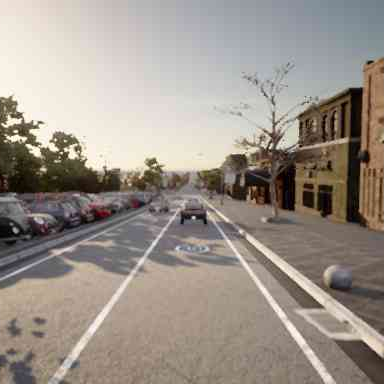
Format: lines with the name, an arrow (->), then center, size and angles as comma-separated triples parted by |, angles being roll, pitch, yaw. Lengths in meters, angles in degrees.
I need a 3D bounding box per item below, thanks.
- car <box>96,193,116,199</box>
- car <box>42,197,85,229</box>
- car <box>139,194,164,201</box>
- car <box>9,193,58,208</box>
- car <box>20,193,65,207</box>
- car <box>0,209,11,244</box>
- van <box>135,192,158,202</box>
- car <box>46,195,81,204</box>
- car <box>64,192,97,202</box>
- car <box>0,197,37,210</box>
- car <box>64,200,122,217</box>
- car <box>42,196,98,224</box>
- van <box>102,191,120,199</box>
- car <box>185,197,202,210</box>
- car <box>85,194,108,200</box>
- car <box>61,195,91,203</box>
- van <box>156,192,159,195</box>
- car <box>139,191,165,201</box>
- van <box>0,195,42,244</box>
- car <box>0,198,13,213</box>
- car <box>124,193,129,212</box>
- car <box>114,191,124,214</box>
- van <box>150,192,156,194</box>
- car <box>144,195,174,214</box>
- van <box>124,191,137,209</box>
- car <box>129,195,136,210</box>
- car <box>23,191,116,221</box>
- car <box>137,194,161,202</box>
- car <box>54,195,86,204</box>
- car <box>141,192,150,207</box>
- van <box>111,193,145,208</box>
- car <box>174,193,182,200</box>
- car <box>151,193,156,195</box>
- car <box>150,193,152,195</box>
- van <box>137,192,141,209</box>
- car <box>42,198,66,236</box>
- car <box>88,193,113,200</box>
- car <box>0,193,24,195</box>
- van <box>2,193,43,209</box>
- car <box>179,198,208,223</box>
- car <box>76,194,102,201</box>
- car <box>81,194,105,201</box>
car -> -22.001, 1.096, 85.235 | 4.792, 1.488, 2.163 | 0, 1, 0
car -> -8.867, 1.310, 18.938 | 4.553, 1.767, 2.185 | 0, 0, 0
car -> -8.755, 1.189, 72.209 | 5.366, 1.575, 1.946 | 0, 1, 0
car -> -22.028, 1.135, 46.369 | 5.566, 2.045, 2.435 | 0, 0, 0
car -> -21.974, 1.124, 49.145 | 5.566, 2.045, 2.435 | 0, 0, 0
car -> -8.887, 1.451, 10.528 | 5.008, 1.535, 2.097 | 0, 0, 0
van -> -9.053, 1.021, 66.601 | 4.442, 1.987, 1.878 | 0, 1, 0
car -> -22.193, 1.326, 57.476 | 5.366, 1.575, 1.946 | 0, 0, 0
car -> -21.986, 1.004, 65.803 | 5.566, 2.045, 2.435 | 0, 1, 0
car -> -22.182, 1.393, 40.818 | 5.366, 1.575, 1.946 | 0, 0, 0
car -> -8.905, 1.455, 30.151 | 4.674, 1.452, 2.002 | 0, 0, 0
car -> -8.870, 1.305, 21.741 | 4.553, 1.767, 2.185 | 0, 0, 0
van -> -22.151, 0.787, 90.782 | 4.442, 1.987, 1.878 | 0, 1, 0
car -> 0.124, 1.442, 42.390 | 2.033, 1.411, 5.357 | 0, 0, 0
car -> -22.053, 1.177, 76.908 | 4.792, 1.488, 2.163 | 0, 1, 0
car -> -22.007, 1.283, 63.031 | 4.892, 1.521, 2.231 | 0, 1, 0
van -> -8.815, 1.074, 60.991 | 4.442, 1.987, 1.878 | 0, 1, 0
car -> -8.914, 0.914, 75.010 | 5.566, 2.045, 2.435 | 0, 1, 0
van -> -8.778, 1.221, 13.331 | 4.442, 1.987, 1.878 | 0, 0, 0
car -> -21.962, 1.436, 35.267 | 4.792, 1.488, 2.163 | 0, 0, 0
car -> -8.941, 1.284, 32.954 | 4.553, 1.767, 2.185 | 0, 0, 0
car -> -8.877, 1.169, 27.347 | 5.566, 2.045, 2.435 | 0, 0, 0
van -> -9.046, 1.096, 58.189 | 4.442, 1.987, 1.878 | 0, 0, 0
car -> -3.326, 1.416, 34.442 | 2.128, 1.511, 4.902 | 0, 0, 0
van -> -9.031, 1.174, 38.561 | 4.442, 1.987, 1.878 | 0, 0, 0
car -> -8.905, 1.406, 35.757 | 4.892, 1.521, 2.231 | 0, 0, 0
car -> -8.875, 1.174, 24.544 | 5.566, 2.045, 2.435 | 0, 0, 0
car -> -8.941, 1.259, 69.406 | 4.674, 1.452, 2.002 | 0, 1, 0
car -> -22.005, 1.307, 60.253 | 5.008, 1.535, 2.097 | 0, 0, 0
car -> -8.890, 1.138, 44.168 | 5.566, 2.045, 2.435 | 0, 0, 0
van -> -9.037, 1.158, 46.969 | 4.442, 1.987, 1.878 | 0, 0, 0
car -> -3.207, 1.062, 75.939 | 1.812, 1.442, 4.674 | 0, 1, 0
car -> -8.956, 1.374, 55.388 | 4.792, 1.488, 2.163 | 0, 0, 0
car -> -8.929, 1.373, 49.777 | 4.892, 1.521, 2.231 | 0, 0, 0
van -> -9.033, 1.169, 41.364 | 4.442, 1.987, 1.878 | 0, 0, 0
car -> -8.928, 1.316, 16.134 | 4.553, 1.767, 2.185 | 0, 0, 0
car -> -21.840, 1.117, 79.683 | 5.366, 1.575, 1.946 | 0, 1, 0
car -> -22.022, 1.150, 38.042 | 5.566, 2.045, 2.435 | 0, 0, 0
van -> -22.114, 1.165, 43.592 | 4.442, 1.987, 1.878 | 0, 0, 0
car -> 0.114, 1.454, 24.759 | 1.837, 1.490, 4.892 | 0, 0, 0
car -> -22.025, 1.201, 71.357 | 5.008, 1.535, 2.097 | 0, 1, 0
car -> -22.028, 1.175, 74.133 | 4.892, 1.521, 2.231 | 0, 1, 0
